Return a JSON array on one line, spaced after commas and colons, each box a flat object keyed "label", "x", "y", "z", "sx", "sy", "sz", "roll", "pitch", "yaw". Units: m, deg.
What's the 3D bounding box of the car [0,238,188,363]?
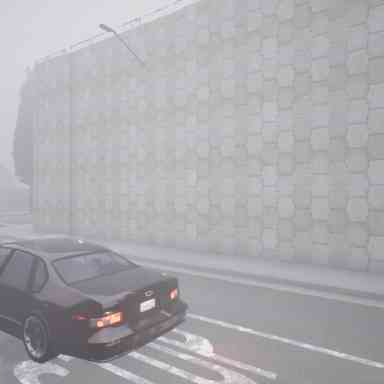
[{"label": "car", "x": -2.638, "y": 1.547, "z": 5.859, "sx": 5.357, "sy": 1.411, "sz": 2.033, "roll": 0, "pitch": 0, "yaw": 35}]
